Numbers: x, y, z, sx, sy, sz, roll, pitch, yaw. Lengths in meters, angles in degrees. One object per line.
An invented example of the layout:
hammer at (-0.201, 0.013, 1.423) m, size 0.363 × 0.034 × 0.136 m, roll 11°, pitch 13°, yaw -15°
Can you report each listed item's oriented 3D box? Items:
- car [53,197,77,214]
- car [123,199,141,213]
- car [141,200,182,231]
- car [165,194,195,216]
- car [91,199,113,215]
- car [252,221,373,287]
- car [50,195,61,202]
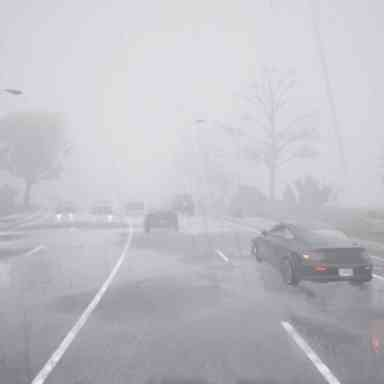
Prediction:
car at (-13.382, 1.600, 35.490) m, size 1.994 × 1.385 × 4.181 m, roll 0°, pitch 0°, yaw -19°
car at (-6.820, 1.507, 38.504) m, size 1.882 × 1.535 × 5.008 m, roll 0°, pitch 0°, yaw -19°
car at (-2.034, 1.490, 20.752) m, size 1.882 × 1.535 × 5.008 m, roll 0°, pitch 0°, yaw -10°
car at (-1.373, 1.239, 33.132) m, size 2.150 × 2.045 × 5.566 m, roll 0°, pitch 0°, yaw -16°
car at (-9.414, 1.508, 34.698) m, size 1.882 × 1.535 × 5.008 m, roll 0°, pitch 0°, yaw -18°
car at (3.038, 1.520, 9.263) m, size 1.812 × 1.442 × 4.674 m, roll 0°, pitch 0°, yaw -5°
car at (-28.714, 1.439, 70.786) m, size 2.128 × 1.511 × 4.902 m, roll 0°, pitch 0°, yaw -37°
